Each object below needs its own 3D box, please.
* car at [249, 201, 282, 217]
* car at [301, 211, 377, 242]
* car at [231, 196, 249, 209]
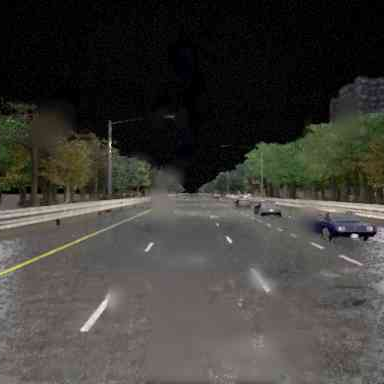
[{"bbox_3d":[7.022,1.595,31.345,1.994,1.385,4.181,0,0,0],"label":"car"},{"bbox_3d":[7.000,1.611,16.511,1.895,1.301,4.718,0,0,0],"label":"car"},{"bbox_3d":[7.068,1.546,46.710,2.128,1.511,4.902,0,0,0],"label":"car"}]
